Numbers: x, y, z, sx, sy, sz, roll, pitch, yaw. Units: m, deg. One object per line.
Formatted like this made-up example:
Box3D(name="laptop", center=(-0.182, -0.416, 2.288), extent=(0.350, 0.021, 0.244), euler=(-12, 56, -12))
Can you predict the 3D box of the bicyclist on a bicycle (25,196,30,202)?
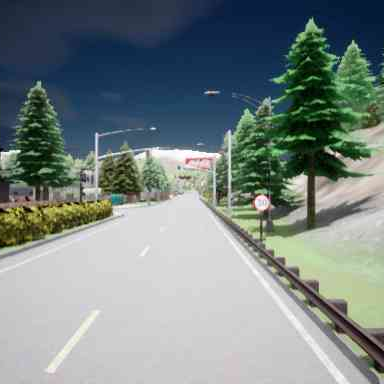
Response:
Box3D(name="bicyclist on a bicycle", center=(-23.135, 1.430, 46.685), extent=(0.582, 1.620, 1.656), euler=(0, 0, 7))
